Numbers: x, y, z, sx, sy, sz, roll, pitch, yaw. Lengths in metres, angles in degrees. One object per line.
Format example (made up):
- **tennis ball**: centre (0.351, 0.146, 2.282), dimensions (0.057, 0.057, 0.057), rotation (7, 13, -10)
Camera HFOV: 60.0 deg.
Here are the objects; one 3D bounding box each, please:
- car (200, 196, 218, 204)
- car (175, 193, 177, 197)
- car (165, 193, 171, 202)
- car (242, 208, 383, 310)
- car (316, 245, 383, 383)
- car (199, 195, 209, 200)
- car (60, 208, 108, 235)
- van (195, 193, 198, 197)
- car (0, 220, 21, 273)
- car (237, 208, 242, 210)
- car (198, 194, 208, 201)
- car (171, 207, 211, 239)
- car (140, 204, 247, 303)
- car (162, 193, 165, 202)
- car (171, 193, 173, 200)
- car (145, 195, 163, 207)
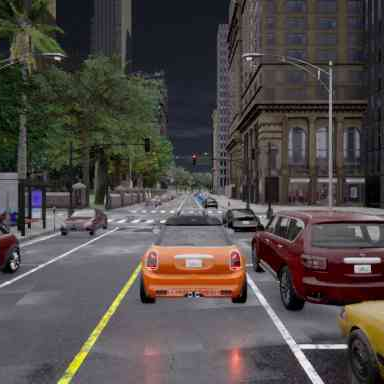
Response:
- **car**: centre (2.528, 1.542, 45.005), dimensions (1.947, 1.339, 4.313), rotation (0, 0, 0)
- **car**: centre (-6.256, 1.228, 93.762), dimensions (2.192, 1.841, 5.009), rotation (0, 0, 0)
- **car**: centre (-6.141, 1.388, 72.081), dimensions (1.967, 1.590, 4.097), rotation (0, 0, 0)
- **car**: centre (2.724, 1.313, 7.718), dimensions (2.192, 1.841, 5.009), rotation (0, 0, 0)
- **car**: centre (2.752, 1.525, 2.463), dimensions (1.752, 1.417, 4.829), rotation (0, 0, 0)
- **car**: centre (2.499, 1.538, 50.425), dimensions (1.947, 1.339, 4.313), rotation (0, 0, 0)
- **car**: centre (-5.858, 1.576, 18.541), dimensions (1.802, 1.307, 4.206), rotation (0, 0, 0)
- **van**: centre (2.326, 1.272, 82.947), dimensions (1.690, 1.788, 3.998), rotation (0, 0, 0)
- **car**: centre (-5.801, 1.438, 7.689), dimensions (1.967, 1.590, 4.097), rotation (0, 0, 0)
- **car**: centre (2.667, 1.560, 18.569), dimensions (1.947, 1.339, 4.313), rotation (0, 0, 0)
- **car**: centre (2.469, 1.492, 56.016), dimensions (1.752, 1.417, 4.829), rotation (0, 0, 0)
- **car**: centre (-0.031, 1.595, 18.158), dimensions (1.895, 1.301, 4.718), rotation (0, 0, 0)
- **car**: centre (0.032, 1.350, 8.339), dimensions (2.097, 1.767, 4.553), rotation (0, 0, 0)
- **car**: centre (-6.055, 1.407, 55.820), dimensions (1.967, 1.590, 4.097), rotation (0, 0, 0)
- **car**: centre (-6.170, 1.255, 77.501), dimensions (2.192, 1.841, 5.009), rotation (0, 0, 0)
- **car**: centre (-6.026, 1.523, 50.400), dimensions (2.008, 1.369, 4.403), rotation (0, 0, 0)
